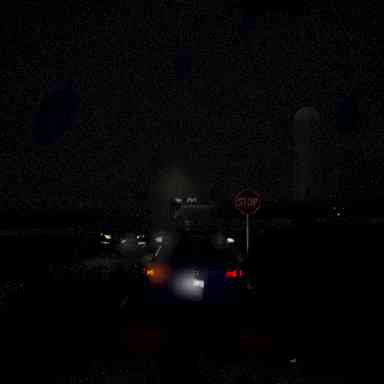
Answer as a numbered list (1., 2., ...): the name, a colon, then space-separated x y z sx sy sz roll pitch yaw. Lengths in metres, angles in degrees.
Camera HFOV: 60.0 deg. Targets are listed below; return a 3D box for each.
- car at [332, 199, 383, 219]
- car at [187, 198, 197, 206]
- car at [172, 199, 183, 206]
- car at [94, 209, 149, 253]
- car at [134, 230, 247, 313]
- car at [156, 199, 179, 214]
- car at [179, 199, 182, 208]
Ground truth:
1. car: 12.644 1.195 23.806 4.718 1.301 1.895 -2 -1 -2
2. car: -0.023 1.946 68.642 2.097 1.767 4.553 0 -1 0
3. car: -2.792 2.124 66.627 1.994 1.385 4.181 0 -1 1
4. car: -3.037 1.523 14.111 1.837 1.490 4.892 3 -1 -16
5. car: 0.072 1.575 7.801 1.994 1.385 4.181 0 0 1
6. car: -2.867 1.694 37.351 2.033 1.411 5.357 0 0 0
7. car: -2.854 1.854 46.969 1.895 1.301 4.718 0 -1 0
